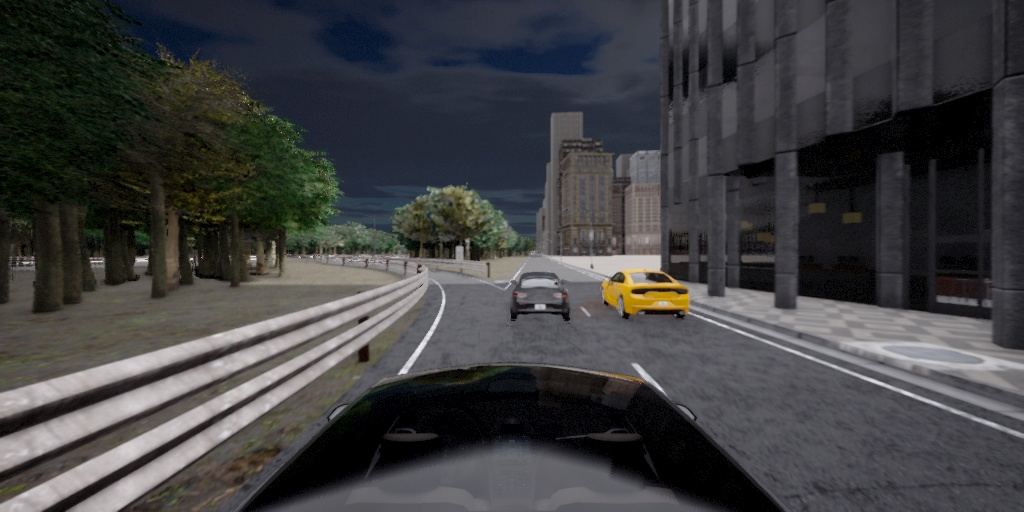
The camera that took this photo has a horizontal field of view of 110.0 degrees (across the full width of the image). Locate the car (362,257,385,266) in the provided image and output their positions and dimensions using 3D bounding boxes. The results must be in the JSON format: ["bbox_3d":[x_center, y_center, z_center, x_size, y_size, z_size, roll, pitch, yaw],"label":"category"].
[{"bbox_3d":[-23.005,0.912,60.534,1.837,1.490,4.892,-1,1,-42],"label":"car"}]

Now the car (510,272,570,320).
[{"bbox_3d":[0.930,1.262,12.411,1.812,1.442,4.674,0,0,3],"label":"car"}]

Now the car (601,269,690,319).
[{"bbox_3d":[4.460,1.198,12.714,1.882,1.535,5.008,0,0,3],"label":"car"}]
